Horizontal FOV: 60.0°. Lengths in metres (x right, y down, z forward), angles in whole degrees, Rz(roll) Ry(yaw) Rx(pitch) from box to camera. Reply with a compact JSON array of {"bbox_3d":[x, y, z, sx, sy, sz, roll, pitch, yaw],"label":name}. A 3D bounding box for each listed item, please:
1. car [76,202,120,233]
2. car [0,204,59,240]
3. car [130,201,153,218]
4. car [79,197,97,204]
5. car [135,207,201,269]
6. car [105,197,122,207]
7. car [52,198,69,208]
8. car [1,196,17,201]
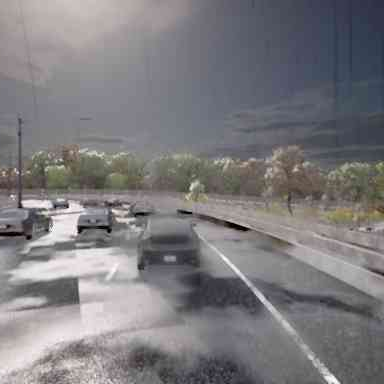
[{"bbox_3d":[-5.522,1.536,19.548,2.033,1.411,5.357,0,0,-10],"label":"car"},{"bbox_3d":[-8.620,1.550,16.932,2.033,1.411,5.357,0,0,-10],"label":"car"},{"bbox_3d":[-4.591,1.533,30.567,1.994,1.385,4.181,0,0,-16],"label":"car"},{"bbox_3d":[-14.679,1.479,47.078,1.837,1.490,4.892,0,-1,-26],"label":"car"},{"bbox_3d":[-0.828,1.492,11.165,1.837,1.490,4.892,0,1,-6],"label":"car"},{"bbox_3d":[-11.569,1.491,48.673,1.812,1.442,4.674,0,0,-26],"label":"car"},{"bbox_3d":[-18.860,1.552,47.599,1.994,1.385,4.181,0,0,-27],"label":"car"},{"bbox_3d":[-43.702,1.561,79.387,5.357,1.411,2.033,0,0,41],"label":"car"}]
